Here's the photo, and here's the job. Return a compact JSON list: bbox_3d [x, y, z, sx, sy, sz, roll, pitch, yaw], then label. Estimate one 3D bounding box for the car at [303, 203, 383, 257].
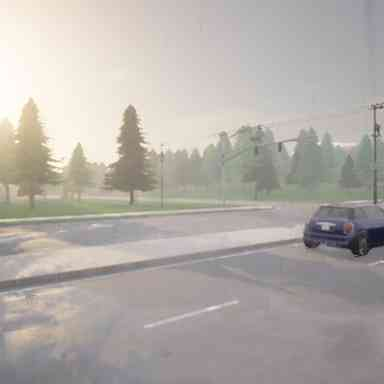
[{"bbox_3d":[6.294,1.210,12.580,4.553,1.767,2.097,-1,0,-35],"label":"car"}]
